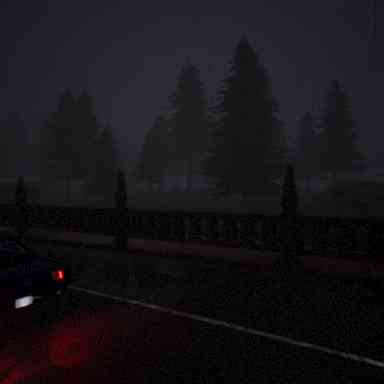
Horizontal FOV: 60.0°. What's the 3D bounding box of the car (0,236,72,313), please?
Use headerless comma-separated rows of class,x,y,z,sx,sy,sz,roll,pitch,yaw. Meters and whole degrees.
car,-4.728,1.555,6.753,4.718,1.301,1.895,0,0,31
